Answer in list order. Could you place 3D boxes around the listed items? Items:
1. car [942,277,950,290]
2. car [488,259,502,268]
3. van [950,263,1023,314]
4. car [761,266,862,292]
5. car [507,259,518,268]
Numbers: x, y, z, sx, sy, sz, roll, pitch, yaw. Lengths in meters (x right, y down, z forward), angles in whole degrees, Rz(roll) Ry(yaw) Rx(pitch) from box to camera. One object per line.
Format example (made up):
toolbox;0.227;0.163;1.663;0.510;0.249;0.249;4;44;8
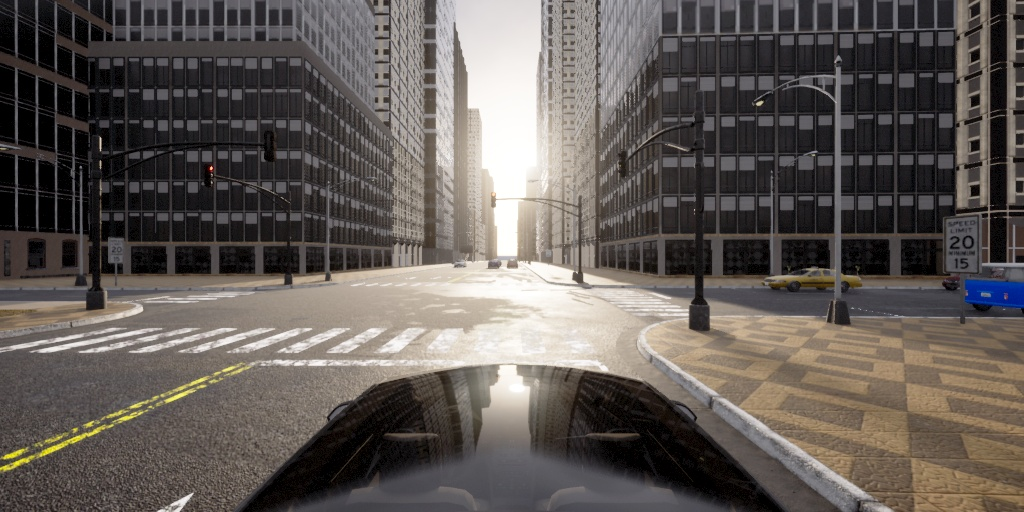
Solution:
car;26.947;1.356;20.114;4.207;1.307;1.802;0;0;2
car;-3.167;1.335;62.806;1.882;1.535;5.008;0;0;0
van;18.373;1.119;12.438;3.998;1.789;1.690;0;0;2
car;17.113;1.293;20.612;4.829;1.417;1.751;0;0;2
car;0.084;1.425;63.635;1.994;1.385;4.181;0;0;0
